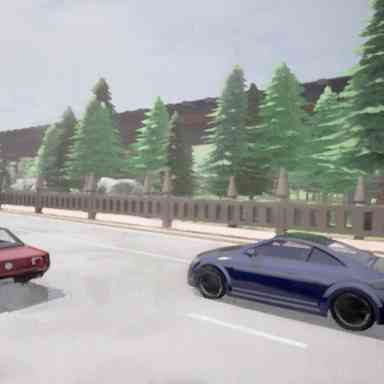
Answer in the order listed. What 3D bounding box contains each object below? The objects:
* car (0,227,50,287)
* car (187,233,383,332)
[{"bbox_3d":[-5.506,1.447,7.927,4.718,1.301,1.895,2,1,36],"label":"car"},{"bbox_3d":[1.964,1.553,6.891,4.181,1.385,1.994,1,0,36],"label":"car"}]
